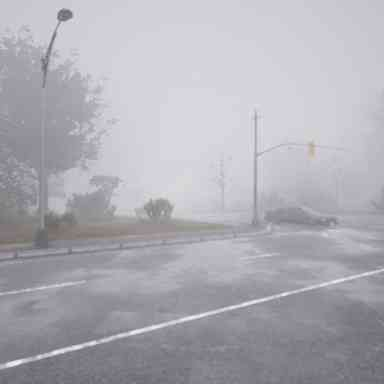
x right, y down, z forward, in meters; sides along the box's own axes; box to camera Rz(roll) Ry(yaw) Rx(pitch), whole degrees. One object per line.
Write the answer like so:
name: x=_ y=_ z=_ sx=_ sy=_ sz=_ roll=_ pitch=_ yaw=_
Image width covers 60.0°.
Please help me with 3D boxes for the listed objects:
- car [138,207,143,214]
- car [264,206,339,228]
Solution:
car: x=-6.051 y=2.480 z=45.079 sx=1.994 sy=1.385 sz=4.181 roll=0 pitch=-3 yaw=-32
car: x=7.583 y=1.692 z=23.643 sx=2.033 sy=1.411 sz=5.357 roll=0 pitch=-1 yaw=-32
